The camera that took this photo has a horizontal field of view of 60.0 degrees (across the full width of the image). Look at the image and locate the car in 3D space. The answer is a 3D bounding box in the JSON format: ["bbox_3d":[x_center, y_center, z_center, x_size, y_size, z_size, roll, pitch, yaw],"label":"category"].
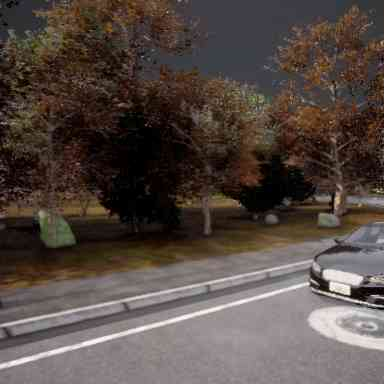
[{"bbox_3d":[4.589,1.457,7.515,4.902,1.511,2.128,0,0,-38],"label":"car"}]
